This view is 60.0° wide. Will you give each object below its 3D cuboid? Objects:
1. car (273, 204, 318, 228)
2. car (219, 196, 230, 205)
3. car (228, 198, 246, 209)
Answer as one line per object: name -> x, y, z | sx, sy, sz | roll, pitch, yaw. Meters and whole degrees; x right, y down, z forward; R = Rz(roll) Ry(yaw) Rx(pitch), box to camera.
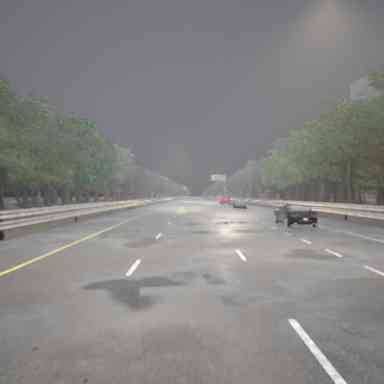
car -> 7.032, 1.569, 23.038 | 1.882, 1.535, 5.008 | 0, -1, 0
car -> 7.305, 1.805, 73.759 | 2.150, 2.045, 5.566 | 0, -1, 0
car -> 7.150, 1.904, 51.417 | 1.994, 1.385, 4.181 | 0, -1, 0
